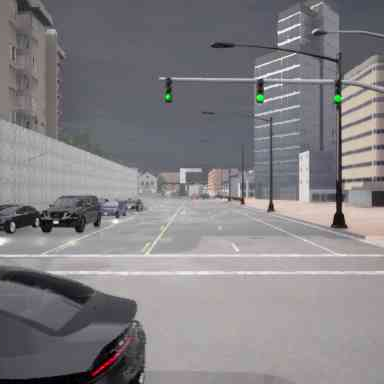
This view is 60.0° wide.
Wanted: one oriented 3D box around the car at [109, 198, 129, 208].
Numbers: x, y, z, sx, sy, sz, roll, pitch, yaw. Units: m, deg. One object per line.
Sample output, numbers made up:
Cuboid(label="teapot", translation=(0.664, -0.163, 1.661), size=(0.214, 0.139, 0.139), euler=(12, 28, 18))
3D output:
Cuboid(label="car", translation=(-10.565, 1.606, 48.426), size=(1.895, 1.301, 4.718), euler=(0, 0, 0))

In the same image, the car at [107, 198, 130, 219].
Cuboid(label="car", translation=(-7.104, 1.529, 29.752), size=(1.812, 1.442, 4.674), euler=(0, 0, 0))

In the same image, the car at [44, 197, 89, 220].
Cuboid(label="car", translation=(-10.605, 1.355, 28.548), size=(2.097, 1.767, 4.553), euler=(0, 0, 0))

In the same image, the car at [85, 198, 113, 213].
Cuboid(label="car", translation=(-10.601, 1.509, 38.366), size=(1.837, 1.490, 4.892), euler=(0, 0, 0))

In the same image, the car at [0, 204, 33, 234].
Cuboid(label="car", translation=(-10.604, 1.507, 19.480), size=(1.837, 1.490, 4.892), euler=(0, 0, 0))

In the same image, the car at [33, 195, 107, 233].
Cuboid(label="car", translation=(-7.100, 1.223, 20.111), size=(2.150, 2.045, 5.566), euler=(0, 0, 0))

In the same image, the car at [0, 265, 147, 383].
Cuboid(label="car", translation=(-2.909, 1.533, 3.178), size=(4.892, 1.490, 1.837), euler=(0, 0, 0))

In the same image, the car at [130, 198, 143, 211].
Cuboid(label="car", translation=(-7.098, 1.496, 40.094), size=(2.128, 1.511, 4.902), euler=(0, 0, 0))
